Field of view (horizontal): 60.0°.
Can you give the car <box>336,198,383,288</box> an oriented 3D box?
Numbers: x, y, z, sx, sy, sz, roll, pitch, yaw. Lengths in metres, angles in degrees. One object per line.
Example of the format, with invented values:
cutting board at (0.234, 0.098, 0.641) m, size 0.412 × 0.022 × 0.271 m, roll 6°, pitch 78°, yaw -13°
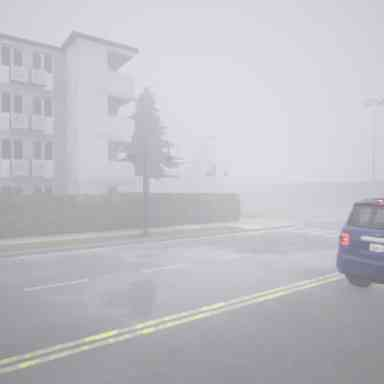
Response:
car at (5.699, 1.170, 7.837) m, size 5.566 × 2.045 × 2.150 m, roll 0°, pitch 0°, yaw -35°
